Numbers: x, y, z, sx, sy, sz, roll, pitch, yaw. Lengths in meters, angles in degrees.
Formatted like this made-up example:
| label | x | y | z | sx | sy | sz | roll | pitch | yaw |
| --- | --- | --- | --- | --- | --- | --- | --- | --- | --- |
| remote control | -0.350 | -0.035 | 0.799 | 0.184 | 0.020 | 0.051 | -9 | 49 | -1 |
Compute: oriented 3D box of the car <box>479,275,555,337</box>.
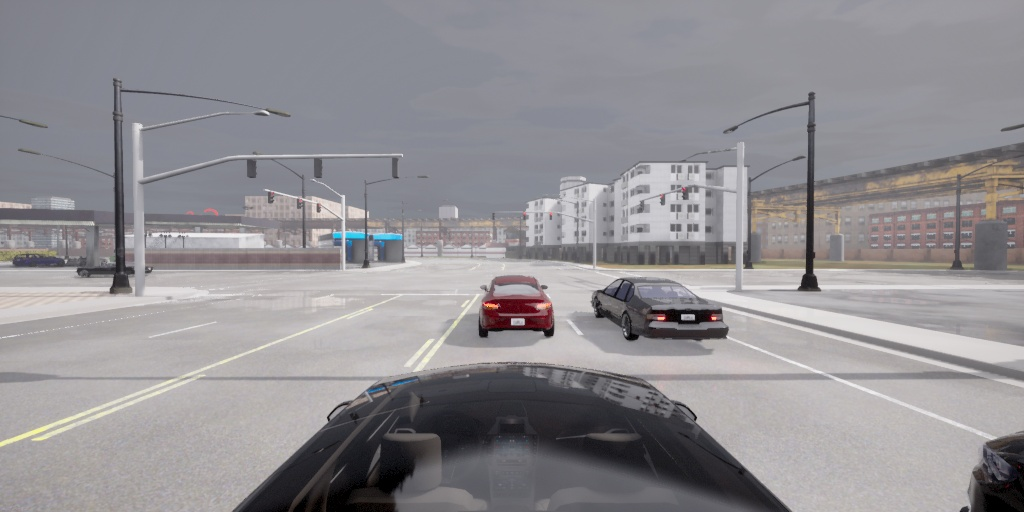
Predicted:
| label | x | y | z | sx | sy | sz | roll | pitch | yaw |
| --- | --- | --- | --- | --- | --- | --- | --- | --- | --- |
| car | 0.071 | 1.256 | 10.102 | 1.812 | 1.442 | 4.674 | 0 | 0 | -1 |

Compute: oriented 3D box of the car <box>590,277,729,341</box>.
| label | x | y | z | sx | sy | sz | roll | pitch | yaw |
| --- | --- | --- | --- | --- | --- | --- | --- | --- | --- |
| car | 3.582 | 1.282 | 9.817 | 2.033 | 1.411 | 5.357 | 0 | 0 | 0 |

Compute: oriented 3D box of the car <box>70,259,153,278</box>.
| label | x | y | z | sx | sy | sz | roll | pitch | yaw |
| --- | --- | --- | --- | --- | --- | --- | --- | --- | --- |
| car | -33.571 | 1.134 | 30.300 | 4.718 | 1.301 | 1.895 | 0 | 1 | -1 |
